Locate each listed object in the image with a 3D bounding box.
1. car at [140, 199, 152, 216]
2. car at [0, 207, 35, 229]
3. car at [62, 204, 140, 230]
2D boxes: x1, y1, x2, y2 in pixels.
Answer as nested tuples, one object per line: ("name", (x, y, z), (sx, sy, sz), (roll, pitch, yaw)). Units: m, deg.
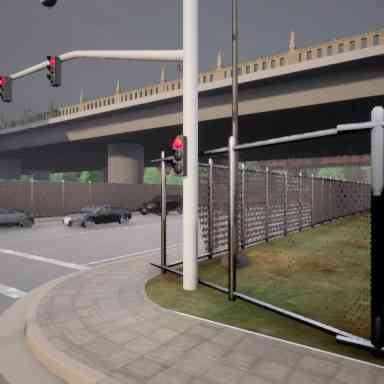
("car", (-2.784, 1.276, 32.798), (2.150, 2.045, 5.566), (0, 0, 35))
("car", (-11.798, 1.620, 20.057), (1.994, 1.385, 4.181), (0, 0, 35))
("car", (-6.136, 1.547, 22.002), (2.128, 1.511, 4.902), (0, 0, 35))
